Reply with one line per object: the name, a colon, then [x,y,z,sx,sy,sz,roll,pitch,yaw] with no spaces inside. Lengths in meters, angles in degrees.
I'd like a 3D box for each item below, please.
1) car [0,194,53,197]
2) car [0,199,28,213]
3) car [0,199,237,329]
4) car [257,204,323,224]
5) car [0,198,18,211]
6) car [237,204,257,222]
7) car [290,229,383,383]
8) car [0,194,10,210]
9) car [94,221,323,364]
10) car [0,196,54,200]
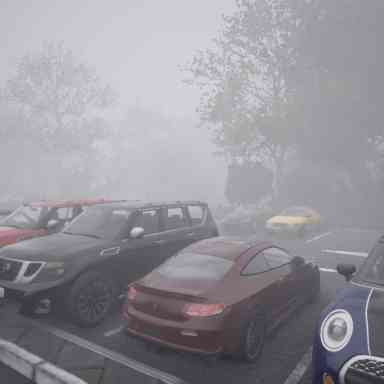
car: [-16.971,1.242,34.682,2.435,2.045,5.566,0,0,36]
car: [-21.490,1.537,37.937,2.002,1.452,4.674,0,0,36]
car: [-1.448,1.232,7.542,2.435,2.045,5.566,0,0,35]
car: [5.733,1.481,18.294,1.946,1.575,5.366,0,0,35]
car: [-23.658,1.502,39.480,2.097,1.535,5.008,0,0,36]
car: [3.583,1.486,20.062,2.231,1.521,4.892,0,0,36]
car: [3.152,1.356,4.335,2.185,1.767,4.553,0,0,36]
car: [-25.940,1.256,41.080,2.435,2.045,5.566,0,0,35]
car: [0.850,1.522,5.935,2.002,1.452,4.674,0,0,36]
car: [-3.730,1.233,9.170,2.435,2.045,5.566,0,0,35]
